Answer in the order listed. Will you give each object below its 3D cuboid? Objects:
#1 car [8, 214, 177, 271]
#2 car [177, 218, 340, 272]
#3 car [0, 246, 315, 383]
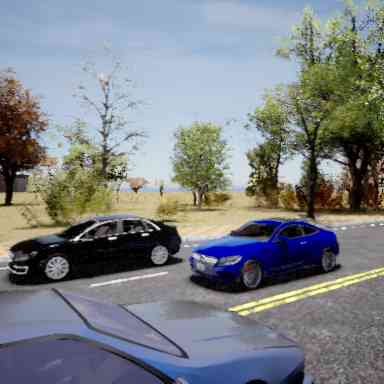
[{"bbox_3d":[-2.595,1.458,9.716,4.892,1.490,1.837,-1,1,-35],"label":"car"},{"bbox_3d":[2.131,1.466,9.022,4.674,1.442,1.812,0,0,-34],"label":"car"},{"bbox_3d":[-1.426,1.539,2.419,5.357,1.411,2.033,0,0,-35],"label":"car"}]
